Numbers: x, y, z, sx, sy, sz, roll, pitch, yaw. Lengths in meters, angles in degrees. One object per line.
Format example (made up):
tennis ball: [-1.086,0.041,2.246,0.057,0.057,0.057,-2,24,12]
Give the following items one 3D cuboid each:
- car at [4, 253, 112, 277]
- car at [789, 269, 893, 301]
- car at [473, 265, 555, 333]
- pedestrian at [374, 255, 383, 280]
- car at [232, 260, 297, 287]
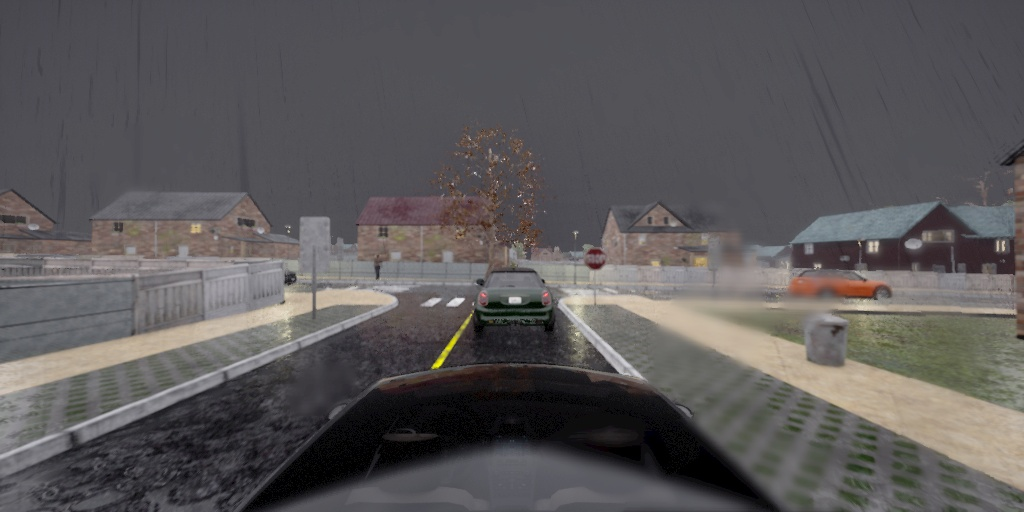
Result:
car: [-25.140,0.673,19.960,4.553,1.767,2.097,1,0,0]
car: [18.542,1.585,20.271,4.553,1.767,2.097,1,0,0]
car: [-0.031,1.112,10.968,2.097,1.767,4.553,0,0,-3]
pedestrian: [-9.706,0.793,25.919,0.375,1.860,0.375,0,-2,0]
car: [-14.726,0.986,20.024,5.008,1.535,1.882,1,0,0]
